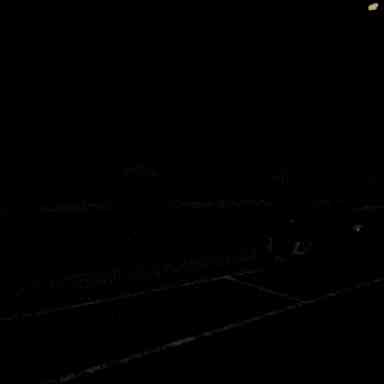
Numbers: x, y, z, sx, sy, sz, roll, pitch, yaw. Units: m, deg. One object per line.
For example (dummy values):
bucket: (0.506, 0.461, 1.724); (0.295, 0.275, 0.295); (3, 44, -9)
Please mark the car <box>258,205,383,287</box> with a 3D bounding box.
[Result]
car: (4.163, 1.318, 9.504); (5.009, 1.841, 2.192); (0, 0, -35)
